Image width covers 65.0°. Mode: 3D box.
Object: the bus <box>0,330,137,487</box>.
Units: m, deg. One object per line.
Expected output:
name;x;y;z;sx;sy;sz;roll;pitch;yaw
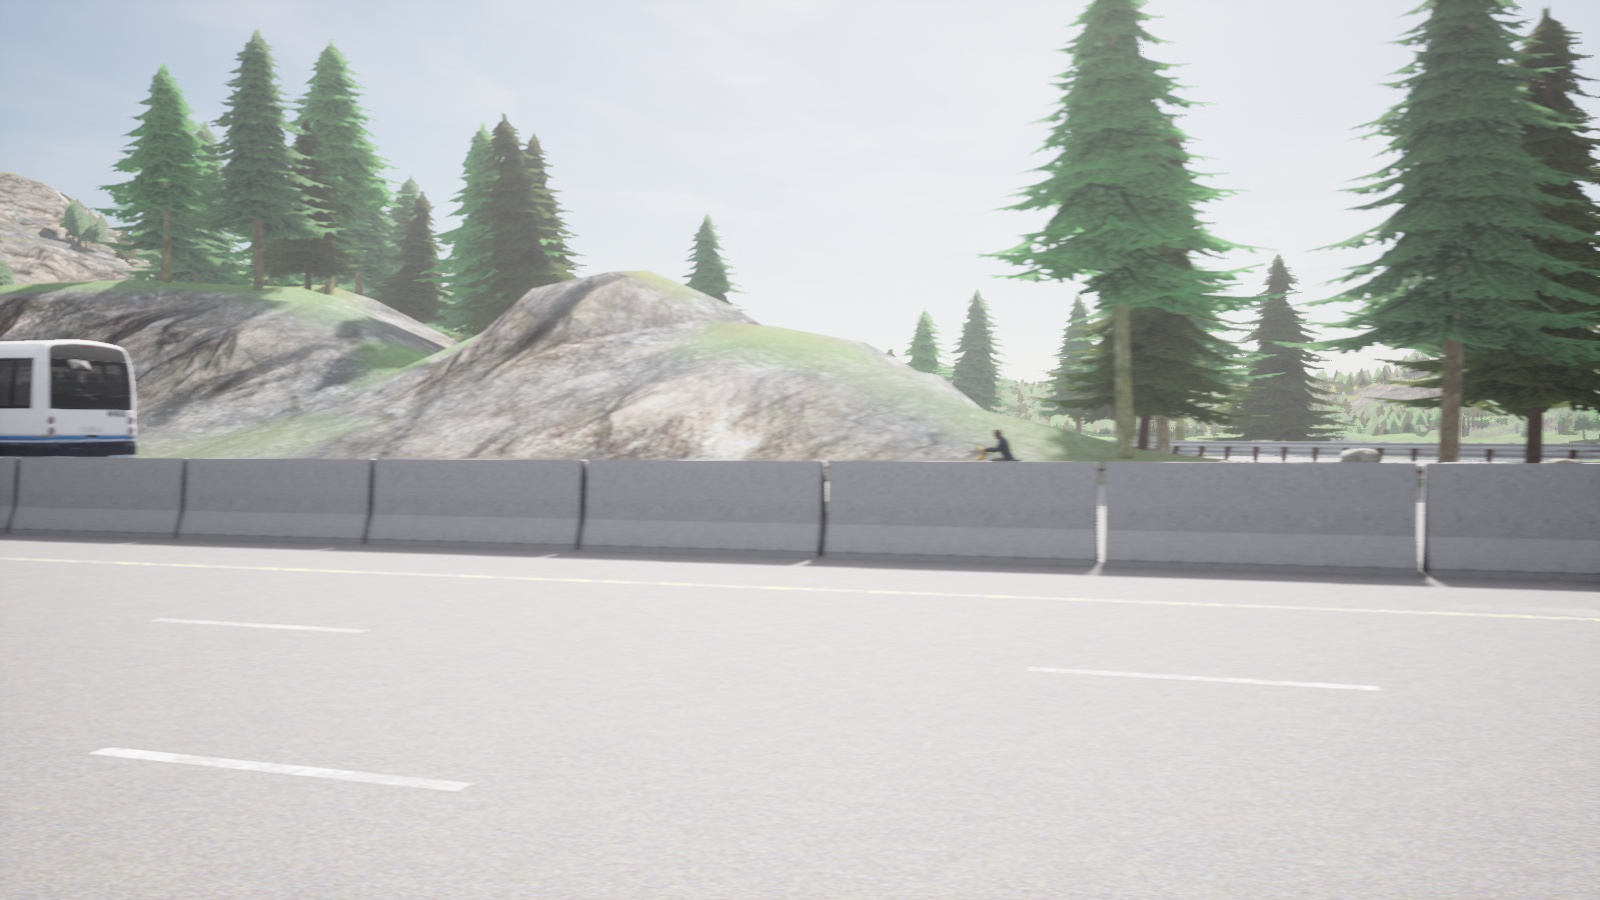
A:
bus;-25.475;-1.229;37.589;10.273;4.253;3.944;1;1;19
